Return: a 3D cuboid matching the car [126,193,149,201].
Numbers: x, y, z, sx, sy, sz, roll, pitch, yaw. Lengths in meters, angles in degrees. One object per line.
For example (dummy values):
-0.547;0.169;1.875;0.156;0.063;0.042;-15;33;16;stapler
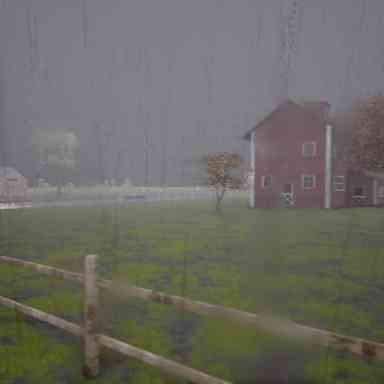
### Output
-10.333;0.855;63.208;1.882;1.535;5.008;1;2;35;car
